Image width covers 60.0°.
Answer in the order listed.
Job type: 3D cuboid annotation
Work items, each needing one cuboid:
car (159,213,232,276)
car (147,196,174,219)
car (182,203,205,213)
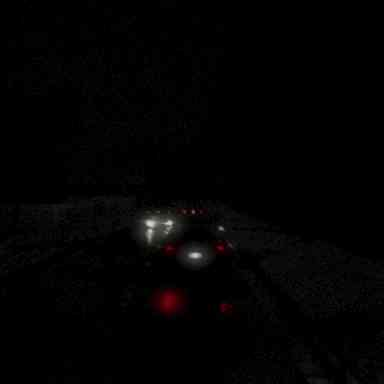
[{"bbox_3d":[0.098,1.596,10.462,1.994,1.385,4.181,0,0,0],"label":"car"},{"bbox_3d":[-2.797,1.351,30.719,2.150,2.045,5.566,0,0,0],"label":"car"},{"bbox_3d":[0.140,1.661,28.355,2.033,1.411,5.357,0,0,0],"label":"car"}]
